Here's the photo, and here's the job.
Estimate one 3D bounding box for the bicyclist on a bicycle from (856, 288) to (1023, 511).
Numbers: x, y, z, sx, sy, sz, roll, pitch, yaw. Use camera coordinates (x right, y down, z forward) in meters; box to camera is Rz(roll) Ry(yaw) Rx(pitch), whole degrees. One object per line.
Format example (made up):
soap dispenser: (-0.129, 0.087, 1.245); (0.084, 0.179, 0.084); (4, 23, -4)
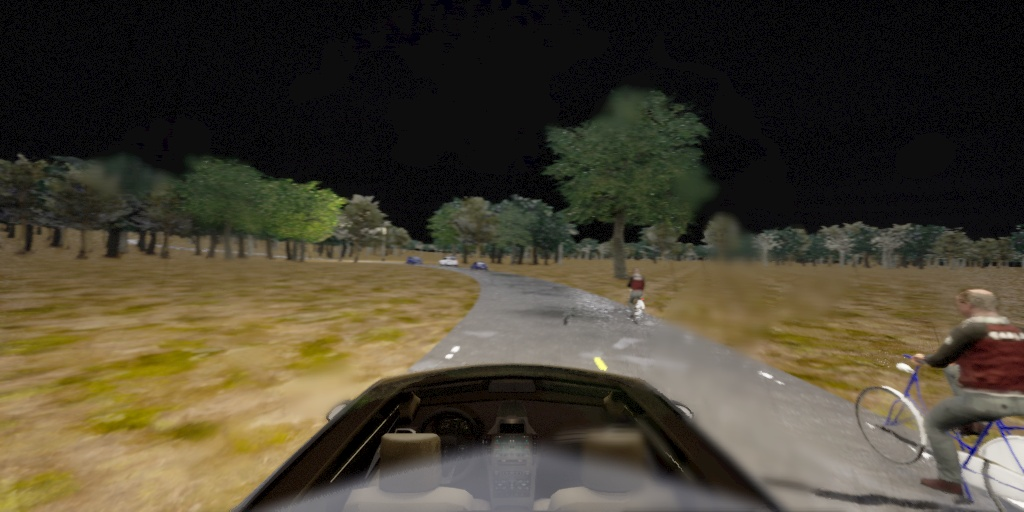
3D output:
bicyclist on a bicycle: (3.682, 1.144, 3.016); (0.659, 1.776, 1.843); (1, -1, 5)

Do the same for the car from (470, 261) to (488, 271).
car: (-5.289, 1.597, 57.494); (1.812, 1.442, 4.674); (2, 0, -22)

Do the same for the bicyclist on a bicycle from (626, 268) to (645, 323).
bicyclist on a bicycle: (4.126, 1.287, 12.101); (0.659, 1.776, 1.843); (1, -1, 1)
